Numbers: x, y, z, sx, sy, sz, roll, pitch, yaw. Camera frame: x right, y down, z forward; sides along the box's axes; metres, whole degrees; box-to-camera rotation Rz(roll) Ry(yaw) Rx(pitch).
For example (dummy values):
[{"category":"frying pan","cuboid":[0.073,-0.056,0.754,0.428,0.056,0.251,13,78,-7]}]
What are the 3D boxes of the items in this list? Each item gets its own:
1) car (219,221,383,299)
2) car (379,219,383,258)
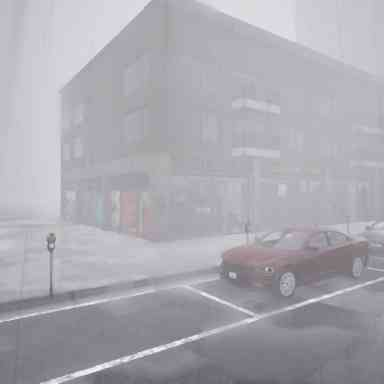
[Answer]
[{"category":"car","cuboid":[2.703,1.544,8.454,4.507,1.381,1.887,0,0,-35]},{"category":"car","cuboid":[7.204,1.581,11.658,4.206,1.307,1.802,0,0,-35]}]
